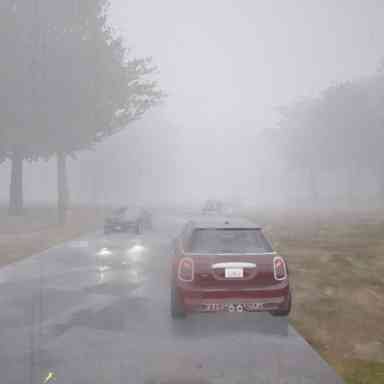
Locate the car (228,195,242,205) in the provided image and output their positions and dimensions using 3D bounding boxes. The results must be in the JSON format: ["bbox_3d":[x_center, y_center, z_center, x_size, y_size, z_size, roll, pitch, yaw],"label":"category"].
[{"bbox_3d":[5.381,1.532,45.731,1.895,1.301,4.718,0,1,22],"label":"car"}]

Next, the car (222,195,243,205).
[{"bbox_3d":[7.045,1.261,57.054,2.128,1.511,4.902,0,1,27],"label":"car"}]

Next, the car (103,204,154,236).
[{"bbox_3d":[-3.433,1.478,18.713,1.882,1.535,5.008,0,0,4],"label":"car"}]

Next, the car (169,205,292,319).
[{"bbox_3d":[0.565,1.351,7.599,2.097,1.767,4.553,0,0,-3],"label":"car"}]

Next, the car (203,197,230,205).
[{"bbox_3d":[2.394,1.541,35.852,2.033,1.411,5.357,0,0,14],"label":"car"}]
